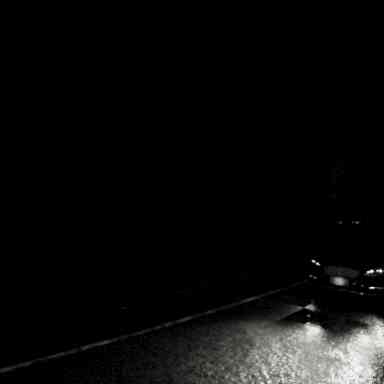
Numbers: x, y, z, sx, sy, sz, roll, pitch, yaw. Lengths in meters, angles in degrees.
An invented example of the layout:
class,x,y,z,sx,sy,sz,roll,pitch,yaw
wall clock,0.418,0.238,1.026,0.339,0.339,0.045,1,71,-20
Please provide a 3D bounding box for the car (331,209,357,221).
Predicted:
class,x,y,z,sx,sy,sz,roll,pitch,yaw
car,21.514,3.191,47.325,2.097,1.767,4.553,-2,-3,2

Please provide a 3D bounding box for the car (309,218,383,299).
class,x,y,z,sx,sy,sz,roll,pitch,yaw
car,4.778,1.640,8.676,2.128,1.511,4.902,-1,-2,44
